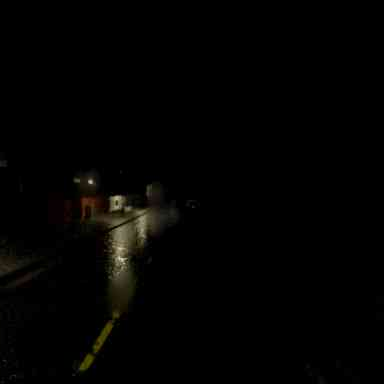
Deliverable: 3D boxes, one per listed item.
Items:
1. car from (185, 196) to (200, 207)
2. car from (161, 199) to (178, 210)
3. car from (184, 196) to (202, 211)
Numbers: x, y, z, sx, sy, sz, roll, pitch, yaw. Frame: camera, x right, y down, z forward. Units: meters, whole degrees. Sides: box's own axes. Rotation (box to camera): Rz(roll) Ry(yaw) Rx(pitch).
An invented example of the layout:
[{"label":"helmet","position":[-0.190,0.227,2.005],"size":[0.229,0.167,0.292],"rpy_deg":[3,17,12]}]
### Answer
[{"label":"car","position":[0.080,1.424,52.189],"size":[2.128,1.511,4.902],"rpy_deg":[0,0,0]},{"label":"car","position":[-2.828,1.547,41.584],"size":[1.895,1.301,4.718],"rpy_deg":[0,0,0]},{"label":"car","position":[0.075,1.474,39.276],"size":[1.812,1.442,4.674],"rpy_deg":[0,0,-1]}]
